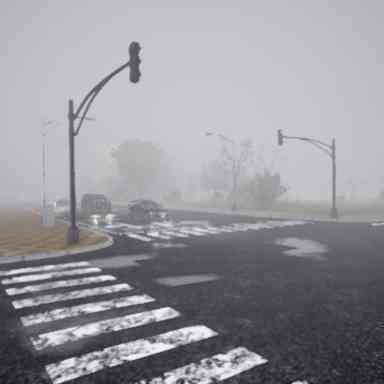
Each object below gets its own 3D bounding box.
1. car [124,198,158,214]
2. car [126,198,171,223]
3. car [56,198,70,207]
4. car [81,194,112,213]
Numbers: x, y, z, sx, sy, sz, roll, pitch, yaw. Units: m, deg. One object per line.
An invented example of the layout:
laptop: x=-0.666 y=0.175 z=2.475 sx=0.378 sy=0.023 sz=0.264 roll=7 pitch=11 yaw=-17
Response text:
car: x=-5.595 y=1.472 z=35.898 sx=1.837 sy=1.490 sz=4.892 roll=-1 pitch=1 yaw=-33
car: x=-3.433 y=1.511 z=26.234 sx=2.128 sy=1.511 sz=4.902 roll=-1 pitch=1 yaw=-33
car: x=-19.446 y=1.605 z=51.006 sx=1.994 sy=1.385 sz=4.181 roll=-1 pitch=0 yaw=-32
car: x=-10.881 y=1.251 z=37.697 sx=2.150 sy=2.045 sz=5.566 roll=-1 pitch=1 yaw=-33
